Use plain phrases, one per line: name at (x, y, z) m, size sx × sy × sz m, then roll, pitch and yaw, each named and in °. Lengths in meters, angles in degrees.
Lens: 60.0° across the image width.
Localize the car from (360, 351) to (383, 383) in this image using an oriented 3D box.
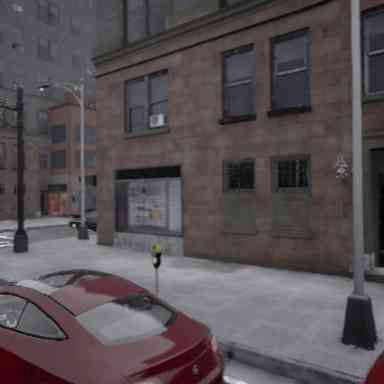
car at (2.995, 1.294, 0.675) m, size 5.009 × 1.841 × 2.192 m, roll -1°, pitch 0°, yaw 36°

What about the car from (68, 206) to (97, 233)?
car at (-5.109, 1.584, 20.274) m, size 1.837 × 1.490 × 4.892 m, roll -1°, pitch 0°, yaw 35°

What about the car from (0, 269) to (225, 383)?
car at (-1.626, 1.616, 3.971) m, size 4.206 × 1.307 × 1.802 m, roll -1°, pitch 0°, yaw 36°
